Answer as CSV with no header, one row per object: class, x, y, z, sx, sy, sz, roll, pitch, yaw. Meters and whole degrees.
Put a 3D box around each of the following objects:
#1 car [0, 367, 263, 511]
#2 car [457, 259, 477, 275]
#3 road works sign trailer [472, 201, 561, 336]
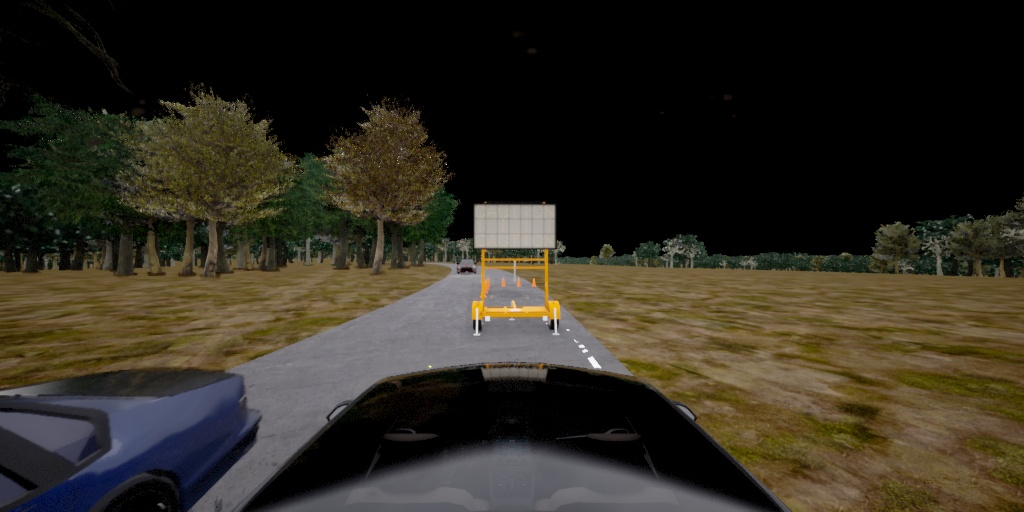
car,-3.095,1.297,0.728,2.033,1.411,5.357,0,0,0
car,-4.941,1.106,39.174,2.097,1.767,4.553,0,0,-7
road works sign trailer,0.077,0.214,10.436,2.380,3.560,2.880,0,0,-2
